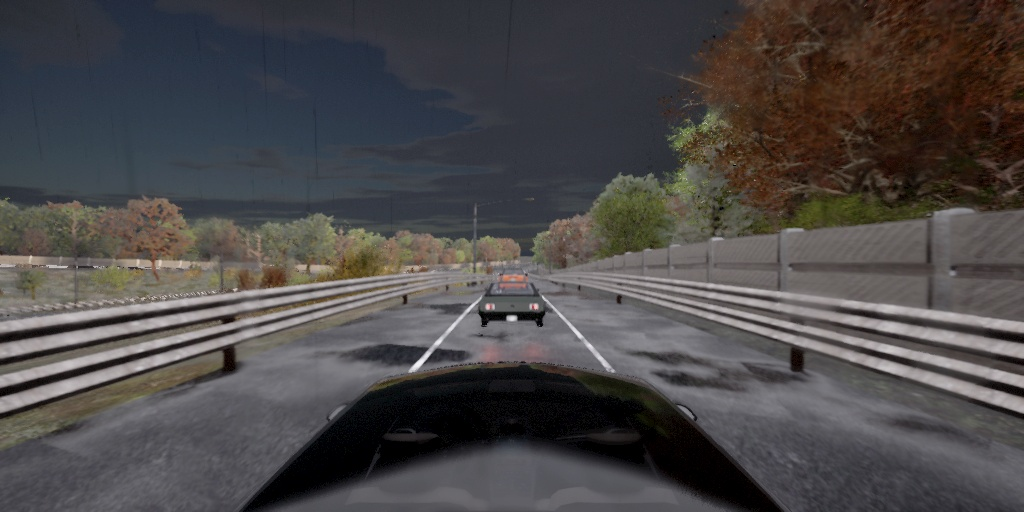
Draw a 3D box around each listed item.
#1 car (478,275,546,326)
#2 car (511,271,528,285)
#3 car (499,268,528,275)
[{"bbox_3d":[0.003,1.463,12.025,1.895,1.301,4.718,0,-1,0],"label":"car"},{"bbox_3d":[1.058,2.938,48.187,2.097,1.767,4.553,0,-3,4],"label":"car"},{"bbox_3d":[0.112,1.701,26.462,2.097,1.767,4.553,0,-3,1],"label":"car"}]
